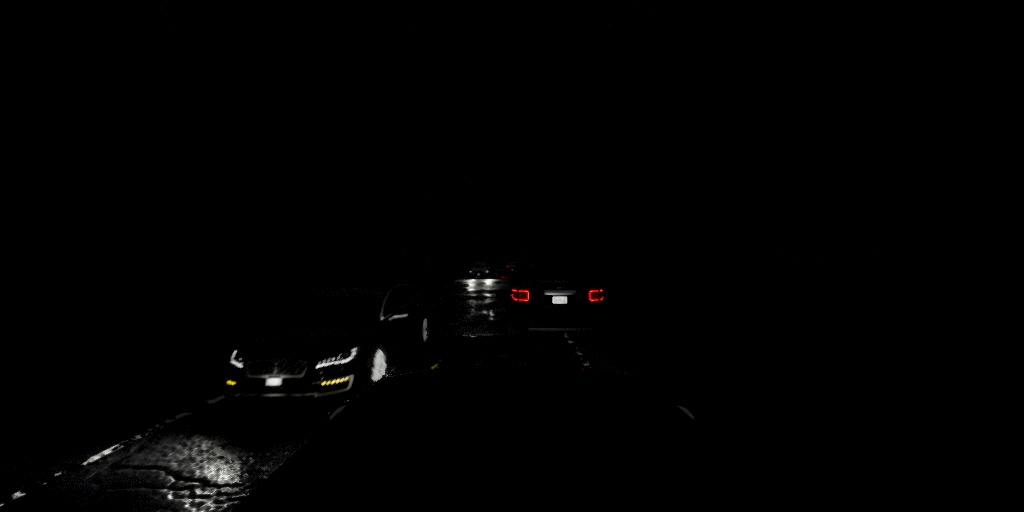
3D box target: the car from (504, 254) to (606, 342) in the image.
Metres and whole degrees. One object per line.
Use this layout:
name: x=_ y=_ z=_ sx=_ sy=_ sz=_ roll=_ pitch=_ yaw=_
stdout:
car: x=0.955 y=0.975 z=9.873 sx=2.150 sy=2.045 sz=5.566 roll=0 pitch=0 yaw=0

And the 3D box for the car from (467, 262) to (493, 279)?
car: x=-2.787 y=1.273 z=32.268 sx=1.812 sy=1.442 sz=4.674 roll=0 pitch=0 yaw=0

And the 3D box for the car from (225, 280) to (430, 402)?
car: x=-2.855 y=1.255 z=6.722 sx=1.837 sy=1.490 sz=4.892 roll=0 pitch=0 yaw=0
